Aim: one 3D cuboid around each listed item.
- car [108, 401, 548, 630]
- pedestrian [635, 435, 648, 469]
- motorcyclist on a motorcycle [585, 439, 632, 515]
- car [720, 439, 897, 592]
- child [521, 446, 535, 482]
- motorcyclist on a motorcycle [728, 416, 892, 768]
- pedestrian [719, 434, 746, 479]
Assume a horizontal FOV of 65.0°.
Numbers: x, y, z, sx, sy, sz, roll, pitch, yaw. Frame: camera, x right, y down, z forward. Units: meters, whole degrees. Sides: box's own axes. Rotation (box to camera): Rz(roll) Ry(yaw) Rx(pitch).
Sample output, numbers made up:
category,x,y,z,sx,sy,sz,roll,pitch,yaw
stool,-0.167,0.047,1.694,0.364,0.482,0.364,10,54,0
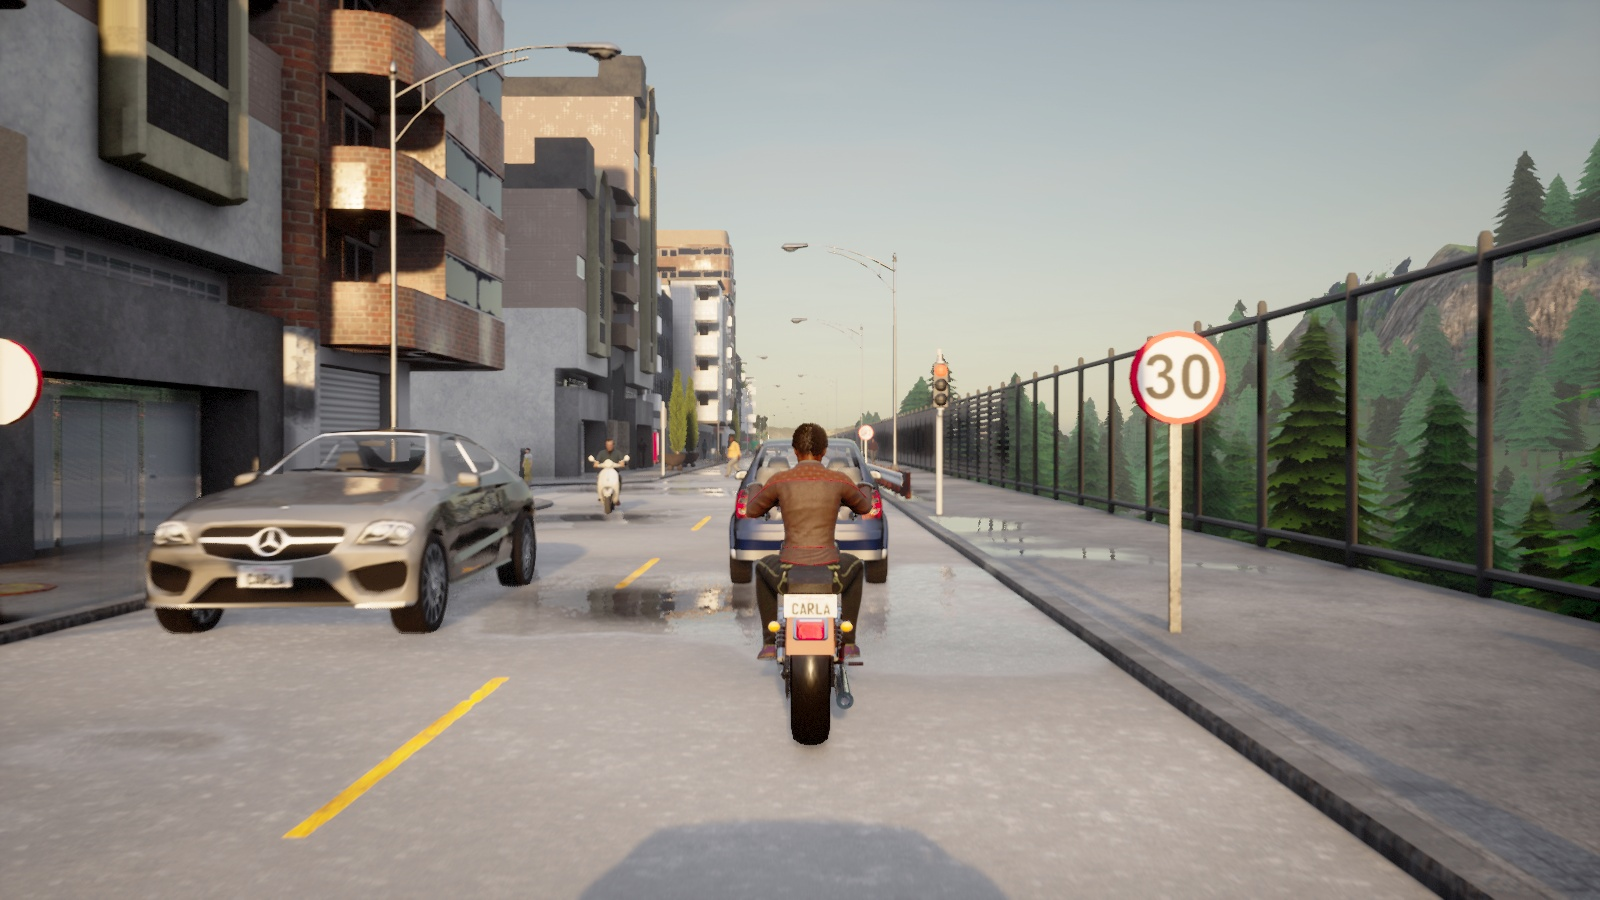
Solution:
category,x,y,z,sx,sy,sz,roll,pitch,yaw
car,-3.919,0.462,11.602,2.152,1.651,5.027,0,0,0
pedestrian,-8.722,0.092,69.180,0.563,1.883,0.849,0,0,3
motorcyclist on a motorcycle,-4.099,0.557,26.976,0.866,1.590,1.817,0,0,-5
car,0.096,0.650,14.525,1.789,1.549,3.705,0,0,0
child,-9.631,0.497,44.451,0.270,1.263,0.437,0,0,32
motorcyclist on a motorcycle,0.055,0.660,7.056,0.766,1.649,2.350,0,0,0
pedestrian,-2.824,0.275,52.529,0.900,1.855,0.874,0,0,-19
